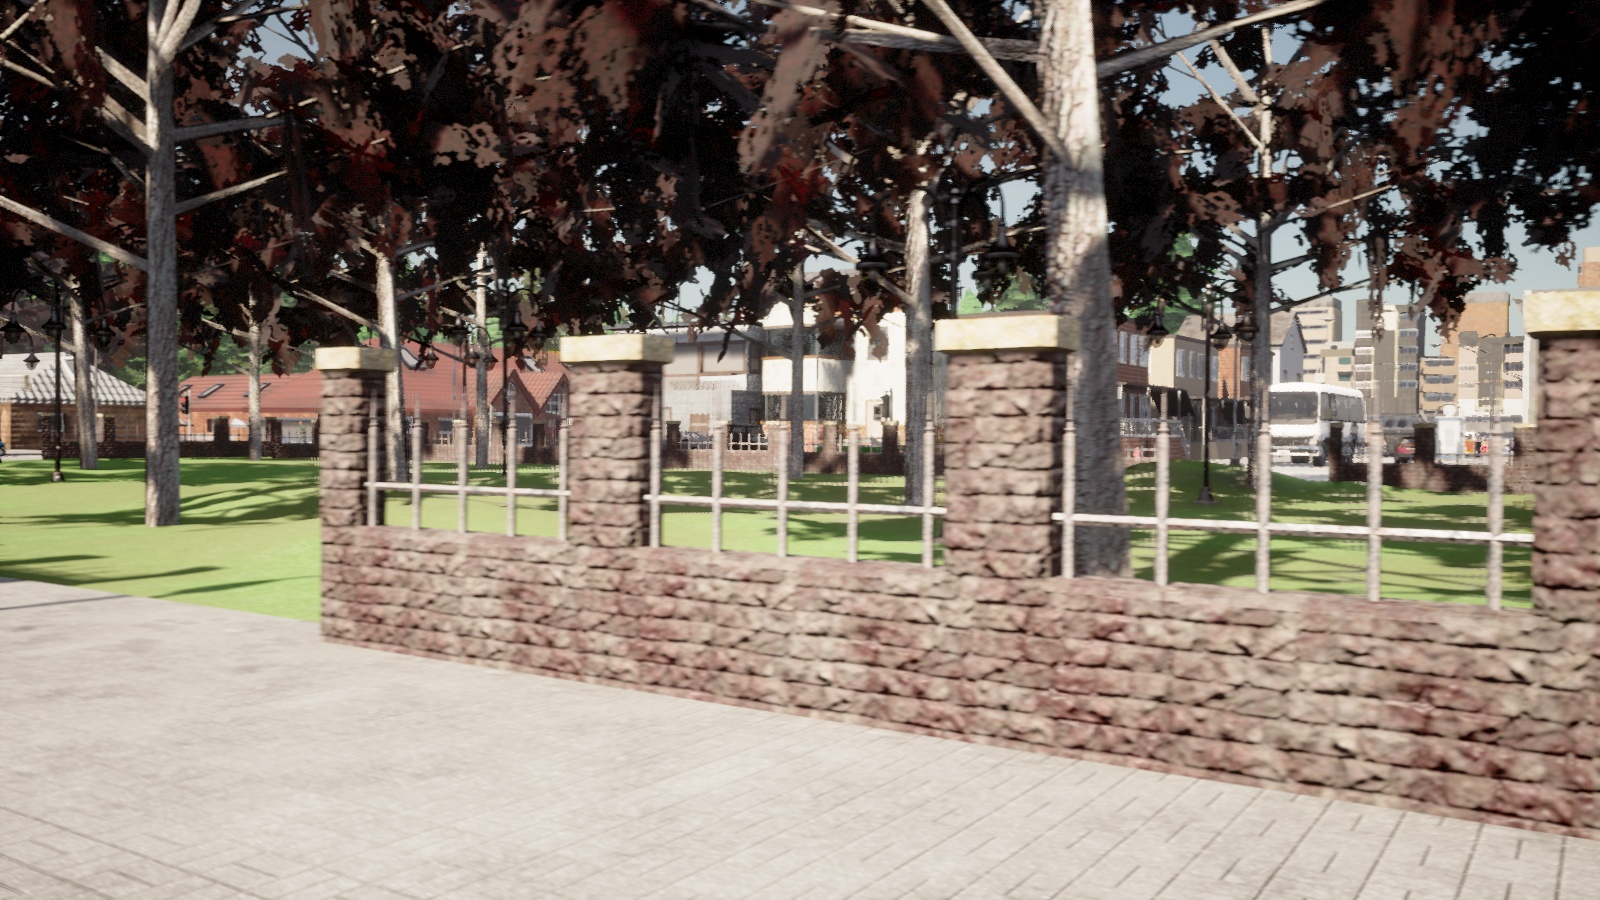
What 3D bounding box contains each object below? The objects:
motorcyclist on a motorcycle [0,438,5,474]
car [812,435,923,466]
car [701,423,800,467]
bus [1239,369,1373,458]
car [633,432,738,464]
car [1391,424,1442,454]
[{"bbox_3d":[-35.341,0.270,53.779,0.797,1.523,2.044,0,1,32],"label":"motorcyclist on a motorcycle"},{"bbox_3d":[2.983,0.022,56.057,4.718,1.301,1.895,0,1,39],"label":"car"},{"bbox_3d":[-2.160,-0.220,54.829,3.866,1.878,1.905,0,1,31],"label":"car"},{"bbox_3d":[26.563,-1.793,65.524,3.944,4.253,10.273,0,0,37],"label":"bus"},{"bbox_3d":[-5.679,-0.129,61.997,4.902,1.511,2.128,0,1,33],"label":"car"},{"bbox_3d":[35.289,-0.651,71.848,2.033,1.649,4.856,0,1,33],"label":"car"}]
